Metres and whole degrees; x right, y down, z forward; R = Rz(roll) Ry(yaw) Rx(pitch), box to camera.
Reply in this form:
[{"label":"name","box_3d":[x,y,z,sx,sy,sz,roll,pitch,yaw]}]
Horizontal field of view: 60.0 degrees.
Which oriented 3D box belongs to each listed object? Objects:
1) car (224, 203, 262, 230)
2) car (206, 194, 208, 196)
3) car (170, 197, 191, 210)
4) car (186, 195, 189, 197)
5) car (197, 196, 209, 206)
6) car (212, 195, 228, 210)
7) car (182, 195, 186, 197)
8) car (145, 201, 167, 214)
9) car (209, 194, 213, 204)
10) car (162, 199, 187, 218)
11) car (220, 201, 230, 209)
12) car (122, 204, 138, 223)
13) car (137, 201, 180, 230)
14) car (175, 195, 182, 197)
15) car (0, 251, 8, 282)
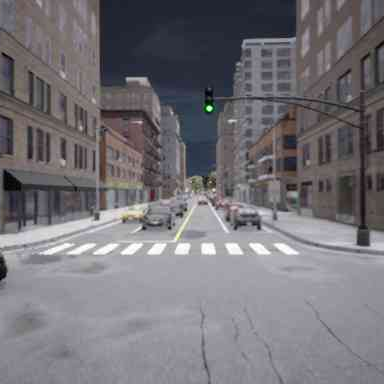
[{"label":"car","box_3d":[3.363,1.609,21.357,2.008,1.369,4.403,0,0,2]},{"label":"car","box_3d":[5.641,1.830,95.186,1.887,1.381,4.507,0,0,2]},{"label":"car","box_3d":[-1.473,1.704,42.179,2.033,1.411,5.357,0,0,1]},{"label":"car","box_3d":[-2.556,1.899,89.746,1.802,1.307,4.206,0,0,2]},{"label":"car","box_3d":[1.965,1.802,61.326,1.895,1.301,4.718,0,0,2]},{"label":"car","box_3d":[4.063,1.572,44.074,1.967,1.590,4.097,0,0,2]},{"label":"car","box_3d":[-3.083,1.583,72.711,2.192,1.841,5.009,0,0,2]},{"label":"car","box_3d":[-4.133,1.726,38.639,1.947,1.339,4.313,0,0,2]},{"label":"car","box_3d":[4.412,1.483,55.433,2.192,1.841,5.009,0,0,2]},{"label":"car","box_3d":[-1.794,1.688,31.816,1.994,1.385,4.181,0,0,2]},{"label":"car","box_3d":[3.538,1.659,27.036,1.802,1.307,4.206,0,0,2]},{"label":"car","box_3d":[-4.489,1.648,27.112,1.752,1.417,4.829,0,0,2]},{"label":"car","box_3d":[-2.099,1.596,21.915,1.837,1.490,4.892,0,0,2]},{"label":"car","box_3d":[-3.433,1.672,61.354,1.967,1.590,4.097,0,0,2]},{"label":"car","box_3d":[-6.639,1.660,8.124,4.181,1.385,1.994,-1,0,22]}]
